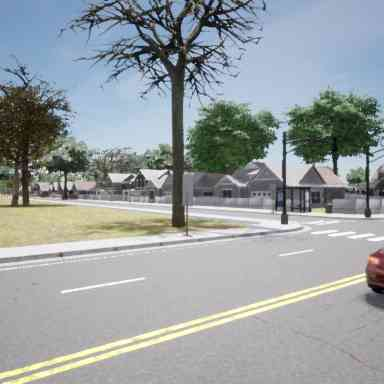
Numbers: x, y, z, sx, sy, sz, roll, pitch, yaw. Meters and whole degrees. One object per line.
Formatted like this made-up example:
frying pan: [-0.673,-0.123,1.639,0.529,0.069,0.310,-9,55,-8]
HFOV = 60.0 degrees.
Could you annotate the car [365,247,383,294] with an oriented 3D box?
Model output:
car: [5.704,1.525,7.486,4.674,1.442,1.812,0,0,-36]
